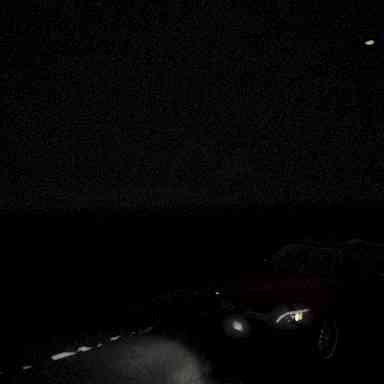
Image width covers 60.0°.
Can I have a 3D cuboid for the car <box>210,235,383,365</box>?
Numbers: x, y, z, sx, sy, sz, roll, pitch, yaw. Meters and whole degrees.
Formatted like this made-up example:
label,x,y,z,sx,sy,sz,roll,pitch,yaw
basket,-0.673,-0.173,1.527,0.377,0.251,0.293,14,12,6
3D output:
label,x,y,z,sx,sy,sz,roll,pitch,yaw
car,2.429,1.568,6.062,4.674,1.442,1.812,0,-1,-39
